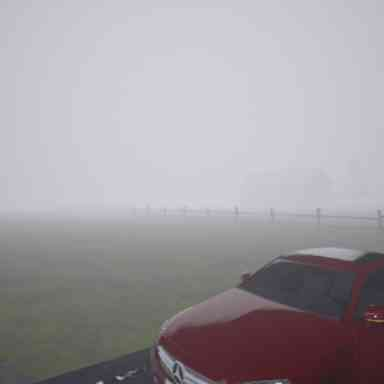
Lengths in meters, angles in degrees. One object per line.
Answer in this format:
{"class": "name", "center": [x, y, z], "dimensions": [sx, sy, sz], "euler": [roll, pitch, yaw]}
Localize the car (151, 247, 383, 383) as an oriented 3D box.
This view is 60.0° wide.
{"class": "car", "center": [1.734, 1.527, 4.308], "dimensions": [4.674, 1.442, 1.812], "euler": [0, 0, -36]}
